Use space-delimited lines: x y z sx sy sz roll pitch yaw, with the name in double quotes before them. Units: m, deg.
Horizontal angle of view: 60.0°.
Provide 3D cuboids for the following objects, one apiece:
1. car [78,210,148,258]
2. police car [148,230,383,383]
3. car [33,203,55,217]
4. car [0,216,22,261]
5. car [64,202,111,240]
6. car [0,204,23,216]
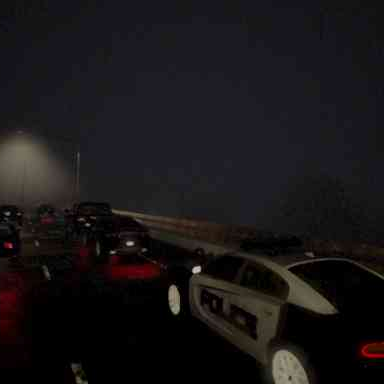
"car" -3.349 1.736 14.132 1.882 1.535 5.008 1 -1 -27
"police car" 1.157 1.533 5.331 1.930 1.638 5.238 1 -1 -27
"car" -17.489 2.193 39.563 1.837 1.490 4.892 1 -1 -27
"car" -7.608 1.819 12.684 1.895 1.301 4.718 1 -1 -27
"car" -6.095 1.572 19.503 2.150 2.045 5.566 1 -1 -27
"car" -15.746 1.841 28.587 2.097 1.767 4.553 1 -1 -27
